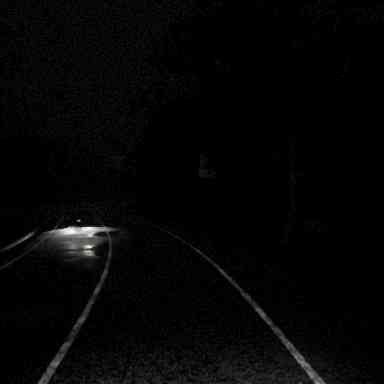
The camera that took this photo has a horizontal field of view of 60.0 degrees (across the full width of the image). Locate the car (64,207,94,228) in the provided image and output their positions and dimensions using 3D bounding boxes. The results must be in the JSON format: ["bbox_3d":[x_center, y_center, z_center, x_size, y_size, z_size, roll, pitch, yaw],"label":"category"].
[{"bbox_3d":[-8.475,1.826,24.972,1.994,1.385,4.181,-2,0,-18],"label":"car"}]
